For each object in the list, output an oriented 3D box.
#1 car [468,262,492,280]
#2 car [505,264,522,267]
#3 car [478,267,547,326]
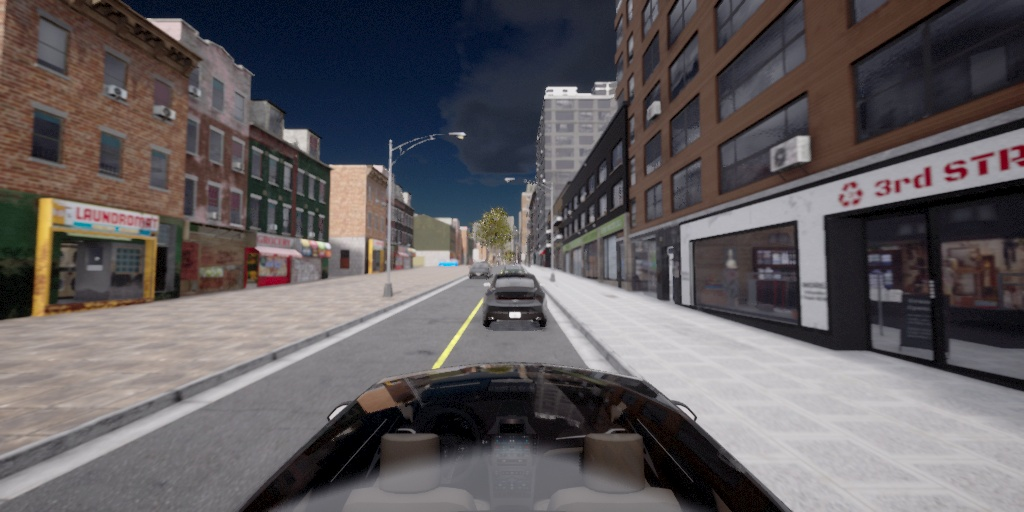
[{"bbox_3d":[-2.824,1.316,32.810,1.837,1.490,4.892,0,0,0],"label":"car"},{"bbox_3d":[0.119,1.413,32.827,1.895,1.301,4.718,0,0,0],"label":"car"},{"bbox_3d":[0.091,1.298,11.865,1.837,1.490,4.892,0,0,0],"label":"car"}]
